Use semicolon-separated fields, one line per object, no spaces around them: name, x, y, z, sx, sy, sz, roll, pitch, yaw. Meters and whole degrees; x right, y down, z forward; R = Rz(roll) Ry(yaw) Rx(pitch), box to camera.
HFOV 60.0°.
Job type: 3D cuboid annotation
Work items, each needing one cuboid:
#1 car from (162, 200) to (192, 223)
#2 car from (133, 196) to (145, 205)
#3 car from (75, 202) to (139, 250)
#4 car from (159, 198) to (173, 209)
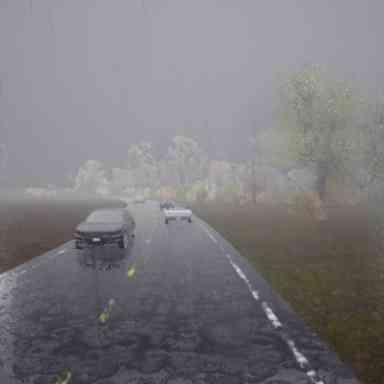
car;-1.122;1.516;24.895;1.895;1.301;4.718;0;0;-5
car;-8.829;1.340;55.836;1.812;1.442;4.674;0;0;-11
car;-3.578;1.433;14.451;1.882;1.535;5.008;0;0;-3
car;-3.190;1.460;42.011;1.895;1.301;4.718;0;0;-9
